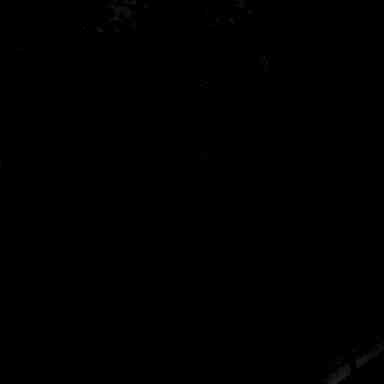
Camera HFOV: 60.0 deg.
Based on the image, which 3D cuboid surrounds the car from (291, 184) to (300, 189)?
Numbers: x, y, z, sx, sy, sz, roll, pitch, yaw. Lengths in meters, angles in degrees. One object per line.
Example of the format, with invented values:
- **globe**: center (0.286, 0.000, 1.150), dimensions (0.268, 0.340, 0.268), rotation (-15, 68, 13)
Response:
- **car**: center (22.591, -0.330, 68.645), dimensions (1.946, 1.575, 5.366), rotation (5, 2, 32)
